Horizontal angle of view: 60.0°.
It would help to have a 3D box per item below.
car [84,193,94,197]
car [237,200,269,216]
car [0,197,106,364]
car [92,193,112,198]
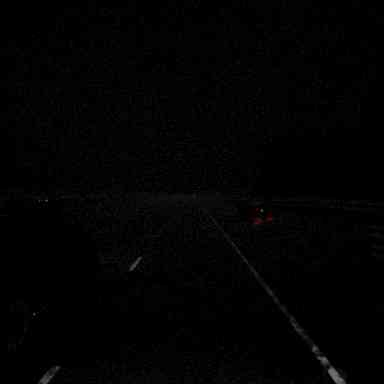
[{"bbox_3d":[-24.491,1.260,80.854,2.150,2.045,5.566,0,0,0],"label":"car"},{"bbox_3d":[5.851,1.492,32.349,1.812,1.442,4.674,-2,0,-12],"label":"car"},{"bbox_3d":[-3.399,1.216,5.977,2.150,2.045,5.566,0,0,0],"label":"car"},{"bbox_3d":[-17.498,1.500,65.242,1.882,1.535,5.008,0,0,0],"label":"car"}]
